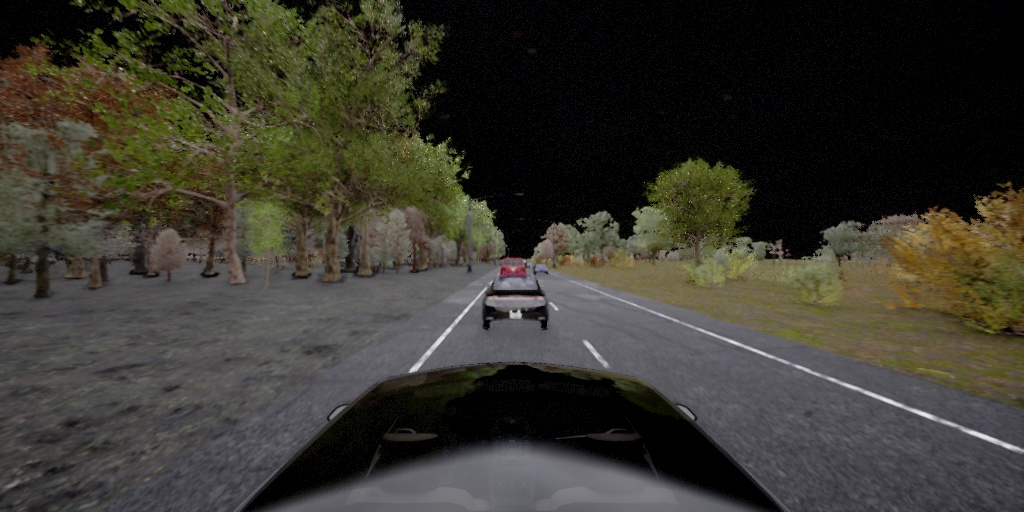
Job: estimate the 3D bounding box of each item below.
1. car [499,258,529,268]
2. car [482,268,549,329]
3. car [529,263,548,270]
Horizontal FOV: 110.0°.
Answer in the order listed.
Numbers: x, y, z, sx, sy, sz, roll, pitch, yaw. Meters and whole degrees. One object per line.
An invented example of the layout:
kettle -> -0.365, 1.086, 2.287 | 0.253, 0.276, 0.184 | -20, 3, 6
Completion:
car -> 0.094, 1.190, 30.835 | 2.150, 2.045, 5.566 | 0, 0, 0
car -> 0.096, 1.314, 11.478 | 2.128, 1.511, 4.902 | 0, 0, 0
car -> 3.591, 1.630, 45.898 | 2.033, 1.411, 5.357 | 0, 0, 0
